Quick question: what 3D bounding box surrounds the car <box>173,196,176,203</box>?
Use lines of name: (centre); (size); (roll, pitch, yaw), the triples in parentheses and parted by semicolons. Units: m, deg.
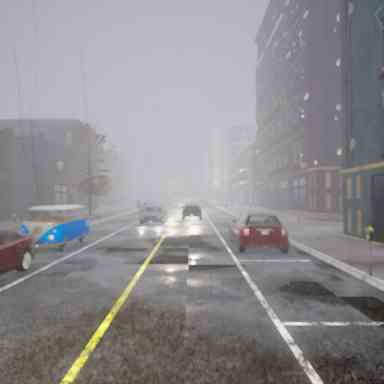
car: (-5.672, 2.193, 82.408); (1.947, 1.339, 4.313); (1, 0, 0)

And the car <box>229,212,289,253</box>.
car: (2.706, 1.548, 14.231); (1.967, 1.590, 4.097); (1, 0, 0)

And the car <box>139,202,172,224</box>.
car: (-2.999, 1.818, 26.857); (2.033, 1.411, 5.357); (0, 0, 0)

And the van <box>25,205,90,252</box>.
van: (-5.672, 1.449, 14.171); (1.690, 1.788, 3.998); (1, 0, 0)

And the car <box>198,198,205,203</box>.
car: (2.709, 2.299, 93.840); (1.802, 1.307, 4.206); (1, 0, 0)

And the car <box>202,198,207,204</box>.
car: (2.708, 2.110, 76.952); (1.752, 1.417, 4.829); (1, 0, 0)

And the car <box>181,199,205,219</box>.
car: (0.010, 1.744, 31.471); (1.837, 1.490, 4.892); (0, 0, 0)

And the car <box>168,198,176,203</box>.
car: (-5.671, 2.283, 93.781); (1.947, 1.339, 4.313); (1, 0, 0)

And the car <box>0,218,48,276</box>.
car: (-5.677, 1.610, 8.482); (1.887, 1.381, 4.507); (1, 0, 0)

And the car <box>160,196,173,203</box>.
car: (-5.670, 1.980, 71.035); (1.967, 1.590, 4.097); (1, 0, 0)
